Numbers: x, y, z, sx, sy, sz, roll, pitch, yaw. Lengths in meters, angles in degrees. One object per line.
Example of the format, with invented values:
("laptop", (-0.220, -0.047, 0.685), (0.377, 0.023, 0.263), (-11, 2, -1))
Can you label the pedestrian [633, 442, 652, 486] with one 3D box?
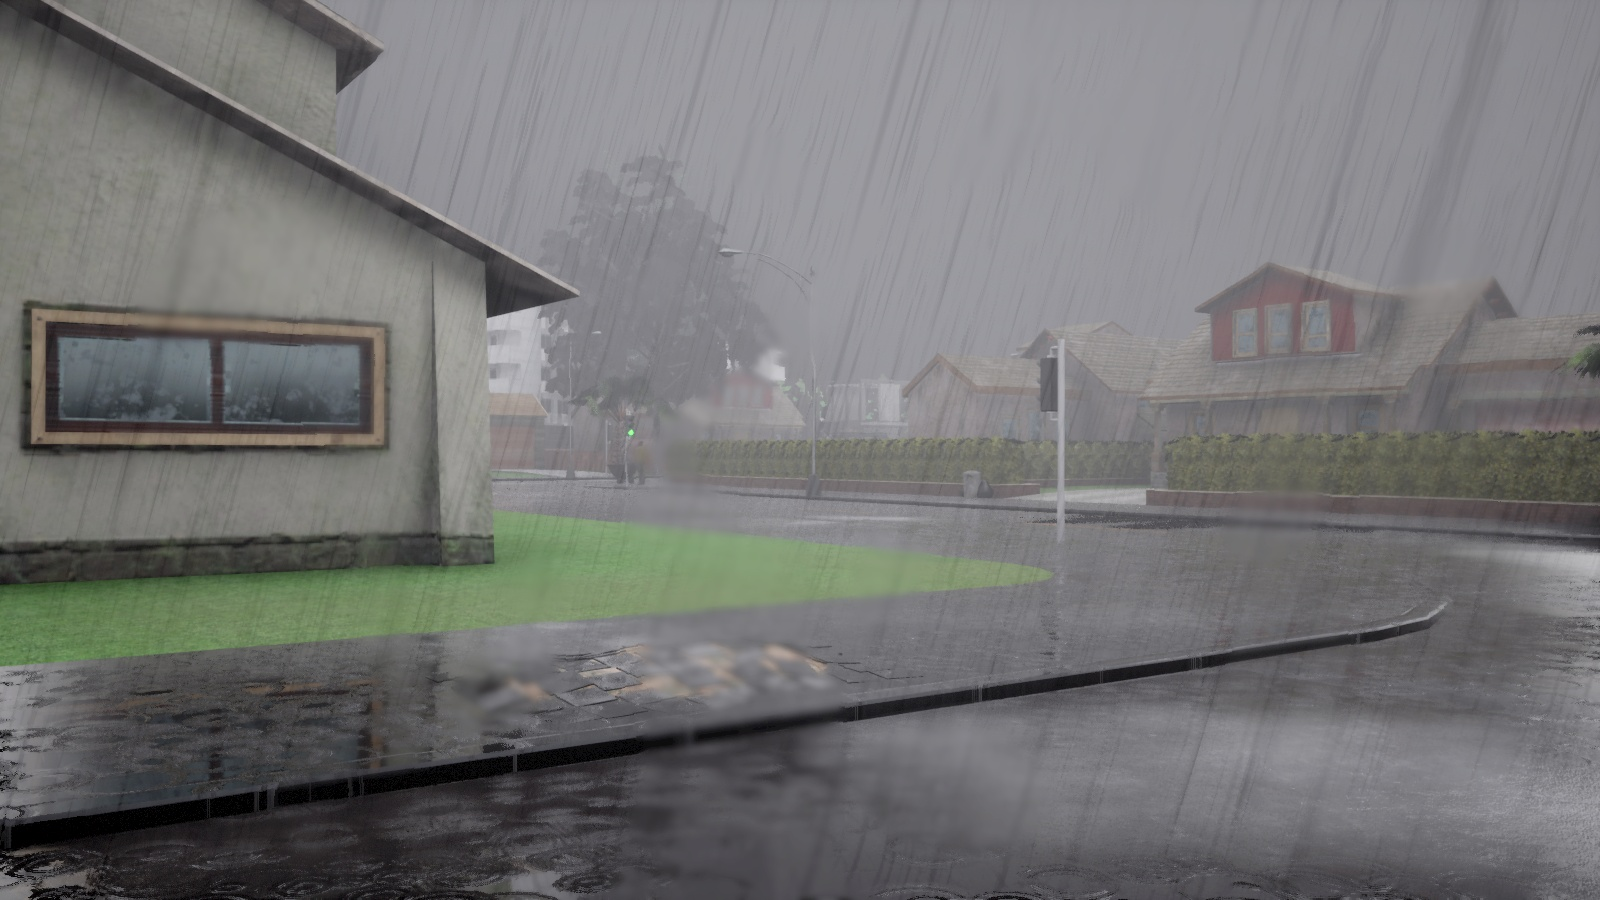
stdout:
("pedestrian", (-6.607, 0.598, 52.661), (0.431, 1.840, 0.709), (0, 0, -43))
